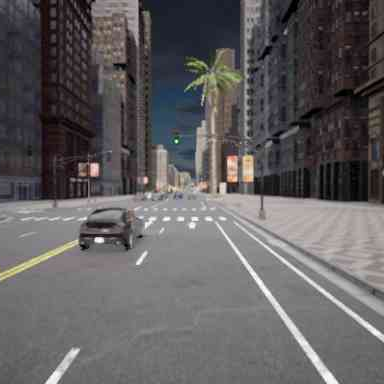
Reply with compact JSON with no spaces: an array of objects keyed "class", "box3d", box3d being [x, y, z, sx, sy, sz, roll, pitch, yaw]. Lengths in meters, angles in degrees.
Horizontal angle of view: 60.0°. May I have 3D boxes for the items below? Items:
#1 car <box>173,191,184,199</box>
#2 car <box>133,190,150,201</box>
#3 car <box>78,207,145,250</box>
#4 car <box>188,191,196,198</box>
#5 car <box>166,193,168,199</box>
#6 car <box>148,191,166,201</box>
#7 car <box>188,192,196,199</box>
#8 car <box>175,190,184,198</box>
[{"class":"car","box3d":[-3.264,0.895,75.350,1.812,1.442,4.674,0,0,0]},{"class":"car","box3d":[-9.774,0.825,62.287,2.097,1.767,4.553,0,0,0]},{"class":"car","box3d":[-3.153,1.379,13.728,1.837,1.490,4.892,0,0,0]},{"class":"car","box3d":[-0.016,0.624,85.354,1.882,1.535,5.008,0,0,0]},{"class":"car","box3d":[-6.514,0.895,77.531,2.033,1.411,5.357,0,0,0]},{"class":"car","box3d":[-6.526,0.997,62.281,1.812,1.442,4.674,0,0,0]},{"class":"car","box3d":[-0.014,0.912,74.934,2.033,1.411,5.357,0,0,0]},{"class":"car","box3d":[-3.266,0.502,85.323,2.097,1.767,4.553,0,0,0]}]
